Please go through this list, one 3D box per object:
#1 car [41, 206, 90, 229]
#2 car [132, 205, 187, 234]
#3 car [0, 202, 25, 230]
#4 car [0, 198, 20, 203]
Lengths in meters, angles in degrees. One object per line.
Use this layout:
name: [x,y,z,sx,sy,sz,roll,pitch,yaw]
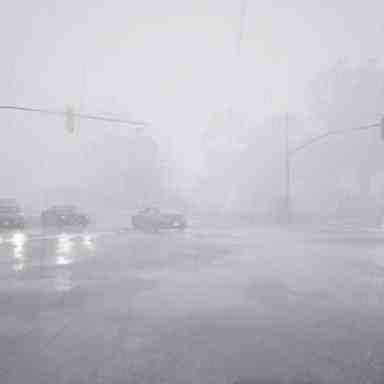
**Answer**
car: [-8.283,1.581,21.653,1.895,1.301,4.718,0,0,-37]
car: [-1.949,1.493,19.239,1.812,1.442,4.674,0,0,-30]
car: [-11.483,1.556,20.059,1.994,1.385,4.181,0,0,-37]
car: [-20.520,1.509,37.149,1.837,1.490,4.892,0,0,-39]
